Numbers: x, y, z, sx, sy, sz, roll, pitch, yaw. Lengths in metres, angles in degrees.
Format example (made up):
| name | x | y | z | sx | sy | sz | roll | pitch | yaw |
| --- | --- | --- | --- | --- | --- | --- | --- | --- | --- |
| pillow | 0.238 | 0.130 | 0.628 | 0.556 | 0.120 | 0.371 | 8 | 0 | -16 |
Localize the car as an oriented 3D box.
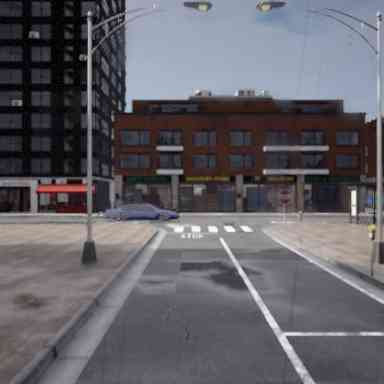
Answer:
| name | x | y | z | sx | sy | sz | roll | pitch | yaw |
| --- | --- | --- | --- | --- | --- | --- | --- | --- | --- |
| car | -3.588 | 1.500 | 24.293 | 5.357 | 1.411 | 2.033 | 0 | 0 | 0 |
